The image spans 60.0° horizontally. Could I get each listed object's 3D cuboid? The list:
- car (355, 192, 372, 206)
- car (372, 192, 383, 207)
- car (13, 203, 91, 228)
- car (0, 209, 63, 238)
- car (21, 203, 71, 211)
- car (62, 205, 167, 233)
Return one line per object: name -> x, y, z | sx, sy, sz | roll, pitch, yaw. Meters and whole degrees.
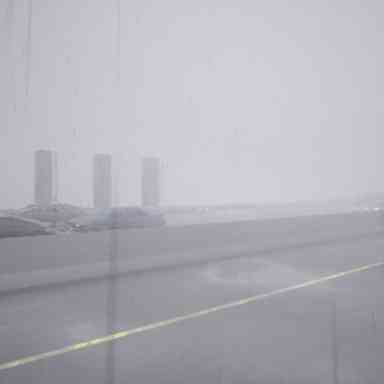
car -> 26.650, 1.041, 49.817 | 5.566, 2.045, 2.150 | 0, 0, -36
car -> 27.461, 1.174, 46.070 | 4.553, 1.767, 2.097 | 0, 0, -36
car -> -9.599, 1.520, 22.996 | 4.674, 1.442, 1.812 | 0, 0, -36
car -> -7.300, 1.532, 11.698 | 4.674, 1.442, 1.812 | 0, 0, -36
car -> -9.062, 1.492, 19.059 | 4.902, 1.511, 2.128 | 0, 0, -36
car -> -4.013, 1.530, 18.402 | 5.357, 1.411, 2.033 | 0, 0, -36
